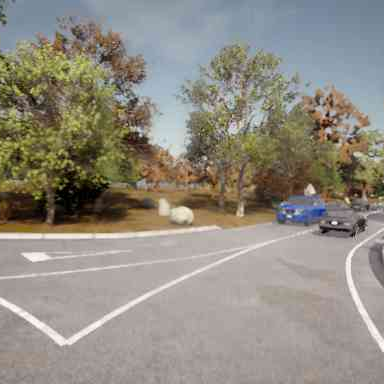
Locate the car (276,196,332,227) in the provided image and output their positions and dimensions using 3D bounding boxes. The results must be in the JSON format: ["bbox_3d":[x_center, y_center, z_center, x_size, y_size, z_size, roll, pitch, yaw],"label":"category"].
[{"bbox_3d":[8.117,1.304,24.317,2.150,2.045,5.566,3,1,37],"label":"car"}]

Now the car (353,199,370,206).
[{"bbox_3d":[21.560,1.732,42.708,1.837,1.490,4.892,3,1,37],"label":"car"}]

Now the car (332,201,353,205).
[{"bbox_3d":[13.861,1.674,32.248,1.837,1.490,4.892,3,1,36],"label":"car"}]

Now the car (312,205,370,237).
[{"bbox_3d":[9.112,1.736,19.862,2.033,1.411,5.357,3,1,36],"label":"car"}]
